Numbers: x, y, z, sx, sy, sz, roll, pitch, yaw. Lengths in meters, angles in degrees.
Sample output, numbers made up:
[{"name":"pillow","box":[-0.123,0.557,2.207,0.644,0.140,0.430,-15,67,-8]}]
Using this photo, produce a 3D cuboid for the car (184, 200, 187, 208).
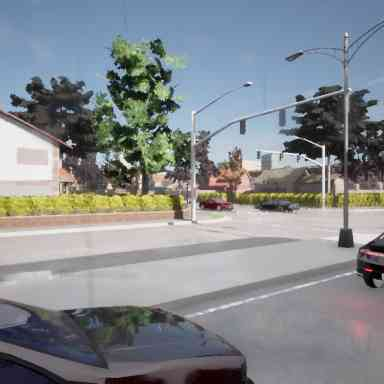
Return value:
[{"name":"car","box":[-2.518,1.352,47.708,2.097,1.767,4.553,0,0,-36]}]

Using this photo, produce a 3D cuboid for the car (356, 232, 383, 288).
[{"name":"car","box":[5.897,1.492,7.997,4.902,1.511,2.128,0,0,-35]}]

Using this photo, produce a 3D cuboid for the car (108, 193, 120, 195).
[{"name":"car","box":[-14.769,1.221,64.650,2.150,2.045,5.566,0,0,-35]}]

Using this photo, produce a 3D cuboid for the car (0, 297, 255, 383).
[{"name":"car","box":[-2.019,1.547,2.308,5.357,1.411,2.033,0,0,-35]}]

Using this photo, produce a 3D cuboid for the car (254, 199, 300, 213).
[{"name":"car","box":[9.502,1.547,37.470,2.033,1.411,5.357,0,0,-36]}]

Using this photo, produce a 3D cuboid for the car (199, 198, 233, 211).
[{"name":"car","box":[2.896,1.478,40.265,1.882,1.535,5.008,0,0,-36]}]
